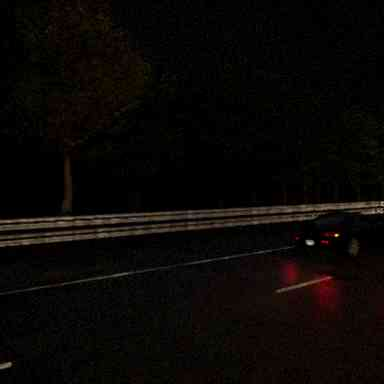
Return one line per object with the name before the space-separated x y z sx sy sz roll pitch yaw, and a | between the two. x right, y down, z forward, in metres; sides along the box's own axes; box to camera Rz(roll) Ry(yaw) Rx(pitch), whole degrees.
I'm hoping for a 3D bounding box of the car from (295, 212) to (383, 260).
car | 5.691 1.450 12.103 4.674 1.442 1.812 0 0 -35
